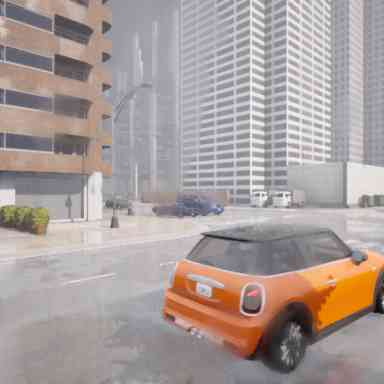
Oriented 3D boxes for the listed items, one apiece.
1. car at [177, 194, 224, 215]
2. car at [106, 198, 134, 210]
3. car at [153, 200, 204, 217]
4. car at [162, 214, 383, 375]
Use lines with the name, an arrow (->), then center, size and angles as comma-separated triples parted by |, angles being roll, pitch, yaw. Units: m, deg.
car -> 0.647, 1.272, 33.276 | 2.150, 2.045, 5.566 | 0, 0, -44
car -> -9.559, 1.558, 43.850 | 1.837, 1.490, 4.892 | 0, 0, -44
car -> -1.469, 1.655, 30.428 | 1.895, 1.301, 4.718 | 0, 0, -44
car -> 1.776, 1.351, 5.896 | 4.553, 1.767, 2.097 | 0, 0, -41
